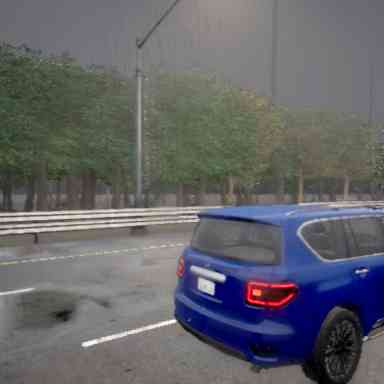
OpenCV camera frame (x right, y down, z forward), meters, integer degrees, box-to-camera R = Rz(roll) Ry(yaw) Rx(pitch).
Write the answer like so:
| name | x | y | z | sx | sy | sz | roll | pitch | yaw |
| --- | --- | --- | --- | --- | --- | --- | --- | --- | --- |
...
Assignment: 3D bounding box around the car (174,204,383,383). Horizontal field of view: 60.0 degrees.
| name | x | y | z | sx | sy | sz | roll | pitch | yaw |
| --- | --- | --- | --- | --- | --- | --- | --- | --- | --- |
| car | 2.352 | 1.223 | 5.549 | 5.566 | 2.045 | 2.150 | 0 | 0 | -35 |
